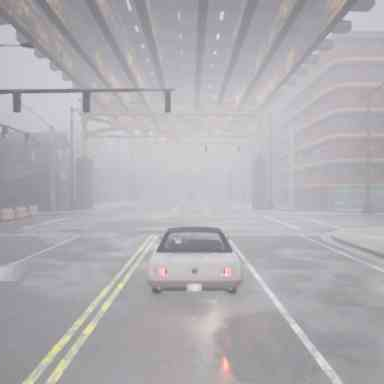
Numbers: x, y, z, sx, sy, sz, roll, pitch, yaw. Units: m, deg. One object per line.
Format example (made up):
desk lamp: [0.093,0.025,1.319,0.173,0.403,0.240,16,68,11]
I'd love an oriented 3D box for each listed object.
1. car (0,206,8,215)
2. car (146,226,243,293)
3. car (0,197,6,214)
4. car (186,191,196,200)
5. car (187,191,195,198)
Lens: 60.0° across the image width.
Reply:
car: [-16.830,1.221,25.248,4.974,1.542,2.038,0,1,-20]
car: [0.057,1.522,8.570,1.895,1.301,4.718,0,1,0]
car: [-16.878,1.064,25.228,4.536,1.218,1.853,0,1,-20]
car: [-0.186,0.827,67.616,1.837,1.490,4.892,0,1,0]
car: [-0.215,0.604,78.029,1.882,1.535,5.008,0,1,0]
